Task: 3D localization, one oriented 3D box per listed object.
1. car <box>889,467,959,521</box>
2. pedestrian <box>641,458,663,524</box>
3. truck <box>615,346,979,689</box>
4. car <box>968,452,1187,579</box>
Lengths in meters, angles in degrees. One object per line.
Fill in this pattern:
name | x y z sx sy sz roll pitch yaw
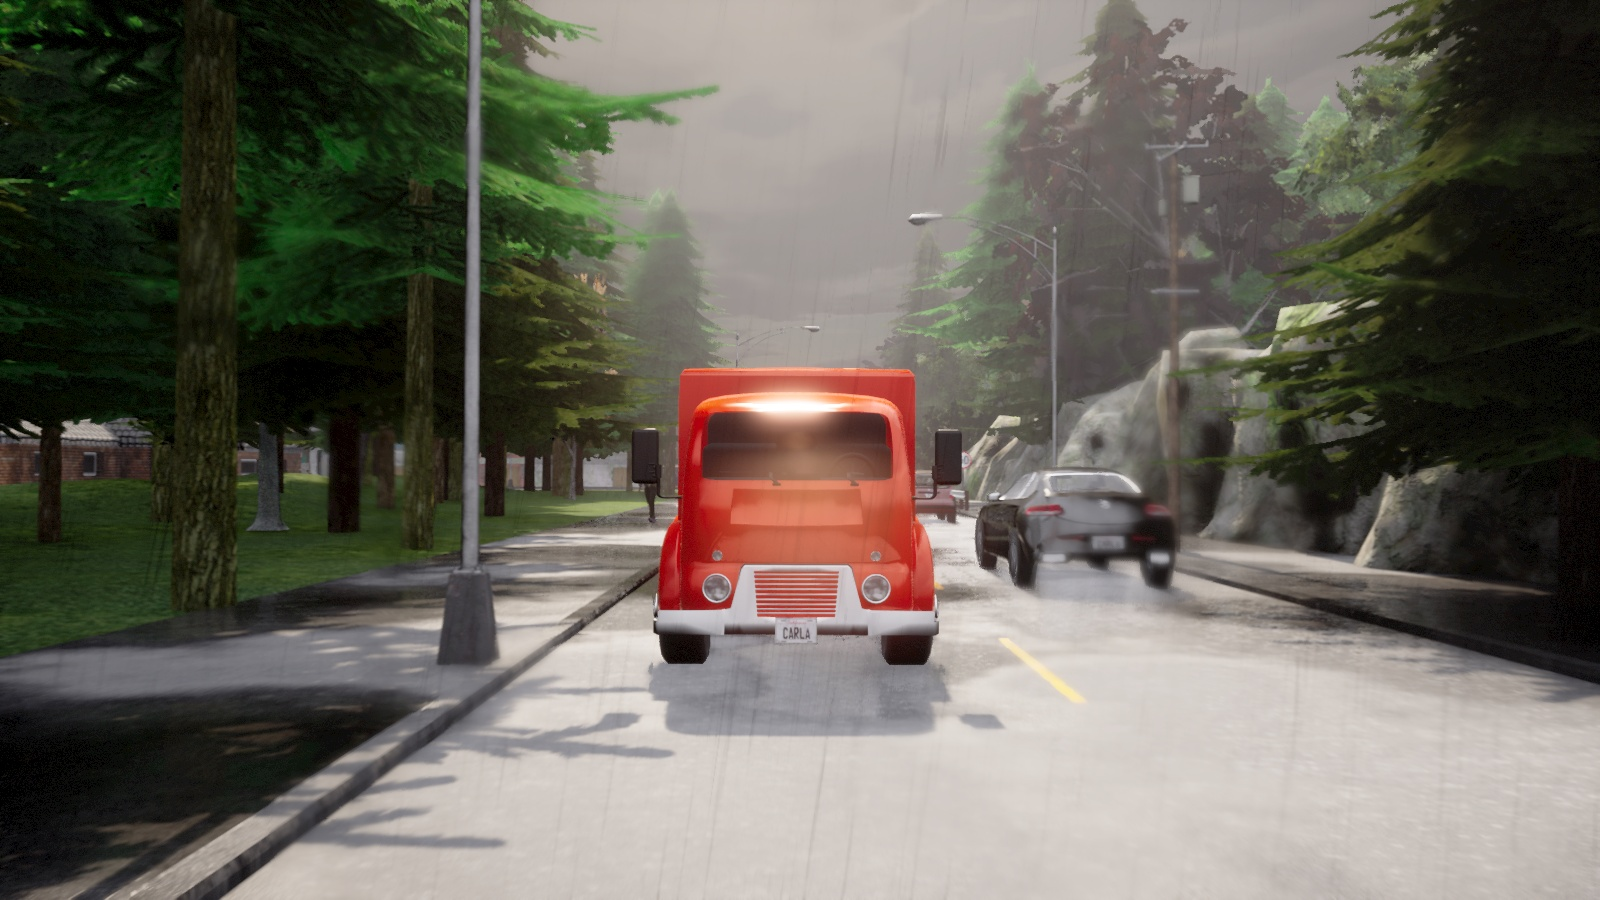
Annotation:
car | 3.905 1.369 40.126 1.851 1.617 3.988 0 -1 0
pedestrian | -4.052 1.117 34.435 0.328 1.805 0.869 0 -1 12
truck | -0.030 0.521 11.689 2.627 2.467 5.204 0 -1 0
car | 3.955 0.894 18.886 2.152 1.651 5.027 0 -1 0
